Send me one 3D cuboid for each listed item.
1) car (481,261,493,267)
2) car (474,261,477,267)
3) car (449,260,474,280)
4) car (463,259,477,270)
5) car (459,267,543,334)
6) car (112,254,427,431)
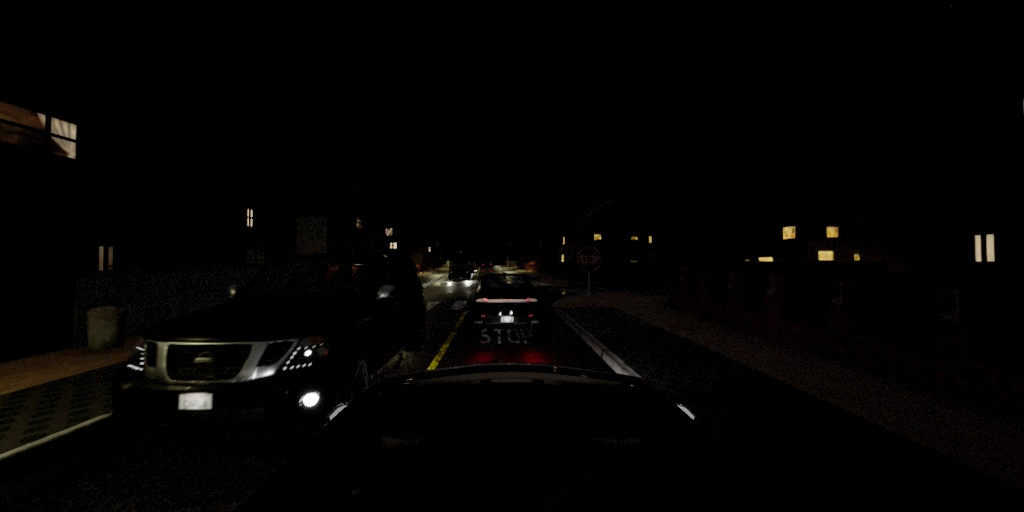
[{"bbox_3d":[-4.391,1.635,62.855,1.812,1.442,4.674,0,-1,-5],"label":"car"},{"bbox_3d":[-5.877,1.504,46.475,2.033,1.411,5.357,0,0,-5],"label":"car"},{"bbox_3d":[-4.818,1.342,33.623,1.882,1.535,5.008,0,0,-5],"label":"car"},{"bbox_3d":[-7.046,1.438,60.823,2.097,1.767,4.553,0,0,-4],"label":"car"},{"bbox_3d":[-0.218,1.265,10.792,2.128,1.511,4.902,0,0,-2],"label":"car"},{"bbox_3d":[-2.954,0.980,6.030,2.150,2.045,5.566,0,0,-1],"label":"car"}]
